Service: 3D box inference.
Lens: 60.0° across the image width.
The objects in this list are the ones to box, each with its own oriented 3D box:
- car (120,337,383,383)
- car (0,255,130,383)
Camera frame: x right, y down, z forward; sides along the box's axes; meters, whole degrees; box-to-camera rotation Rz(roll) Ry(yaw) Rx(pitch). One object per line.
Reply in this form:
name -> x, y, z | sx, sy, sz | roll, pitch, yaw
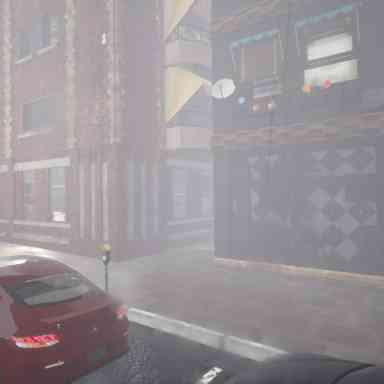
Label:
car -> 1.909, 1.566, 1.487 | 4.313, 1.339, 1.947 | 0, -1, 35
car -> -2.703, 1.583, 4.762 | 4.206, 1.307, 1.802 | 0, -1, 35
